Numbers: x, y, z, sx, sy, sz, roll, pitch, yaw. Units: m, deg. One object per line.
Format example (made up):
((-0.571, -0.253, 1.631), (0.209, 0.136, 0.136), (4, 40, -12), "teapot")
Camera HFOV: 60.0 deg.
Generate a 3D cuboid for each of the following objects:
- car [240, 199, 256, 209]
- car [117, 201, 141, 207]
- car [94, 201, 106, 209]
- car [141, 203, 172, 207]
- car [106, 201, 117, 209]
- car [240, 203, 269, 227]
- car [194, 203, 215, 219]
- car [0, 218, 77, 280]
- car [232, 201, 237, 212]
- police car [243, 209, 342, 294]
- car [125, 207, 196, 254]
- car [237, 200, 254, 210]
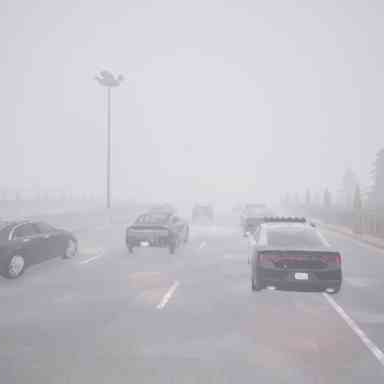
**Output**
((9.755, 2.031, 57.506), (1.812, 1.442, 4.674), (0, -1, 21), "car")
((-7.833, 1.987, 44.414), (1.895, 1.301, 4.718), (0, -1, 10), "car")
((-13.430, 2.059, 52.293), (1.895, 1.301, 4.718), (0, -1, 13), "car")
((-2.651, 1.752, 30.045), (2.128, 1.511, 4.902), (0, -1, 8), "car")
((-10.480, 2.032, 49.360), (1.895, 1.301, 4.718), (0, -1, 11), "car")
((3.871, 1.646, 19.010), (1.882, 1.535, 5.008), (0, -1, 8), "car")
((1.158, 1.776, 32.074), (2.128, 1.511, 4.902), (0, -1, 8), "car")
((-5.340, 1.580, 10.287), (1.837, 1.490, 4.892), (0, 0, 8), "car")
((6.574, 1.956, 45.335), (2.033, 1.411, 5.357), (0, 0, 13), "car")
((2.537, 1.501, 9.211), (1.930, 1.638, 5.238), (0, -1, 8), "police car")
((-1.302, 1.606, 13.994), (2.128, 1.511, 4.902), (0, -1, 8), "car")
((4.676, 1.575, 24.927), (2.097, 1.767, 4.553), (0, -1, 8), "car")
